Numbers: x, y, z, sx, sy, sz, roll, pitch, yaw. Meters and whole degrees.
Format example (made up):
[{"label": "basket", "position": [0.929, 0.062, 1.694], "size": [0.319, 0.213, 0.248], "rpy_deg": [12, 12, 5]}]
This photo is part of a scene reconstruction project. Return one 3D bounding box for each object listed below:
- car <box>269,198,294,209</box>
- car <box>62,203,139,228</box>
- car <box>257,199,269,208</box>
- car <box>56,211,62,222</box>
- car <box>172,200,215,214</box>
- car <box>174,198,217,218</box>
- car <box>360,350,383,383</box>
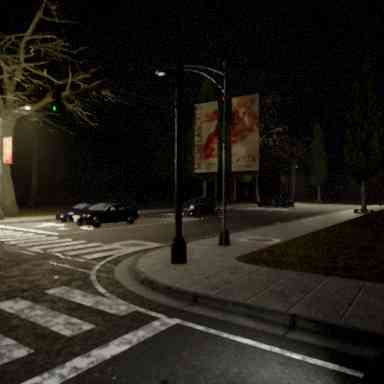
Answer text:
[{"label": "car", "position": [13.799, 1.695, 49.866], "size": [1.837, 1.490, 4.892], "rpy_deg": [1, -1, 36]}, {"label": "car", "position": [-5.696, 1.472, 22.282], "size": [2.128, 1.511, 4.902], "rpy_deg": [1, 0, 35]}, {"label": "car", "position": [12.130, 1.783, 53.115], "size": [1.895, 1.301, 4.718], "rpy_deg": [1, 0, 35]}, {"label": "car", "position": [-7.908, 1.524, 24.801], "size": [1.994, 1.385, 4.181], "rpy_deg": [1, 0, 36]}, {"label": "car", "position": [0.309, 1.581, 36.464], "size": [2.033, 1.411, 5.357], "rpy_deg": [1, 0, 35]}, {"label": "car", "position": [0.425, 1.386, 30.982], "size": [2.097, 1.767, 4.553], "rpy_deg": [1, 0, 35]}, {"label": "car", "position": [3.307, 1.517, 1.315], "size": [4.892, 1.490, 1.837], "rpy_deg": [0, 0, 36]}]
